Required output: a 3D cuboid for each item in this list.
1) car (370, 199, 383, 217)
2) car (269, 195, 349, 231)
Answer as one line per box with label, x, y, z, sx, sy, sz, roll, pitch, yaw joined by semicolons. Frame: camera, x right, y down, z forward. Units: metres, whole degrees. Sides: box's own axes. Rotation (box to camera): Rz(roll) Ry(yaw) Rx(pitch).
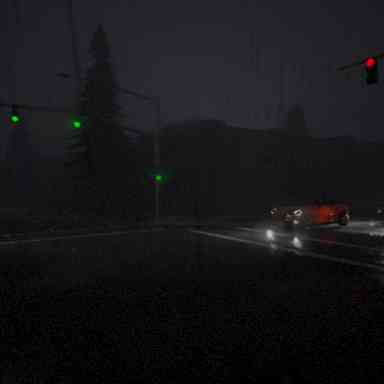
car;14.274;0.951;22.993;4.902;1.511;2.128;-1;1;-33
car;6.304;0.983;17.858;4.553;1.767;2.097;-1;1;-33
